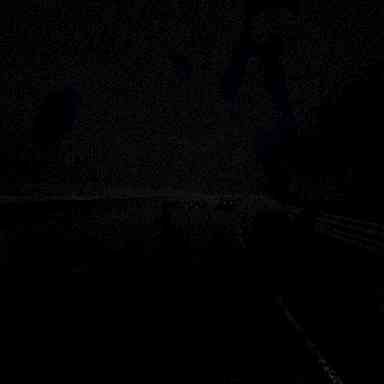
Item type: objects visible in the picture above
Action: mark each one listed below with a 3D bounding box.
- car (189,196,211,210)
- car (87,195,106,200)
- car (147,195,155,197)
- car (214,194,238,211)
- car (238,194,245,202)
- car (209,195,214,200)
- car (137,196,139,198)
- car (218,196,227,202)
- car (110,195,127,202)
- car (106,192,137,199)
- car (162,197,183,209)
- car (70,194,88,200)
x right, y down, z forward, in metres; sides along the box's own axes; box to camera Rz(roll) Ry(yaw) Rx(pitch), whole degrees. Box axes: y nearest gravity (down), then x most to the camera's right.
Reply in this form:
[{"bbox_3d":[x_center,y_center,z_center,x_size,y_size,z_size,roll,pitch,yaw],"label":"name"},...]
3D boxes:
[{"bbox_3d":[0.946,1.608,43.343,1.895,1.301,4.718,1,0,10],"label":"car"},{"bbox_3d":[-14.851,1.439,54.637,1.895,1.301,4.718,1,0,11],"label":"car"},{"bbox_3d":[-8.633,1.428,69.614,1.812,1.442,4.674,1,0,10],"label":"car"},{"bbox_3d":[4.382,1.396,42.659,2.097,1.767,4.553,1,0,10],"label":"car"},{"bbox_3d":[11.648,1.716,83.863,1.895,1.301,4.718,1,0,10],"label":"car"},{"bbox_3d":[5.374,1.579,88.583,2.128,1.511,4.902,1,0,10],"label":"car"},{"bbox_3d":[-12.120,1.462,69.999,1.895,1.301,4.718,1,0,10],"label":"car"},{"bbox_3d":[7.432,1.600,80.099,1.812,1.442,4.674,1,0,10],"label":"car"},{"bbox_3d":[-15.572,1.354,70.573,1.812,1.442,4.674,1,0,10],"label":"car"},{"bbox_3d":[-11.393,1.096,54.092,2.150,2.045,5.566,1,0,11],"label":"car"},{"bbox_3d":[-2.501,1.448,43.941,1.882,1.535,5.008,1,0,10],"label":"car"},{"bbox_3d":[-18.317,1.153,55.127,2.097,1.767,4.553,1,0,10],"label":"car"}]
